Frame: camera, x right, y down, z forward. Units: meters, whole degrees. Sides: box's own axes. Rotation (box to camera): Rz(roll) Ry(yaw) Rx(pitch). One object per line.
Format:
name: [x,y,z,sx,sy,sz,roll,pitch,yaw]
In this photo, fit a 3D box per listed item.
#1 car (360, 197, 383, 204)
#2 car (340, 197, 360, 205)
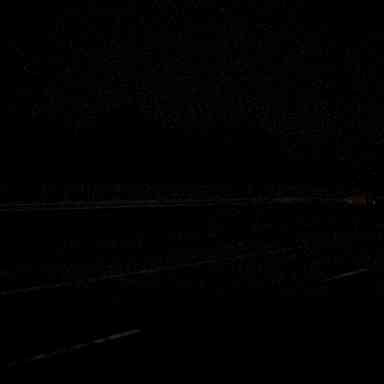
car: [27.533,1.472,49.363,4.892,1.490,1.837,0,0,-35]
car: [25.222,1.444,52.009,5.008,1.535,1.882,0,0,-35]
